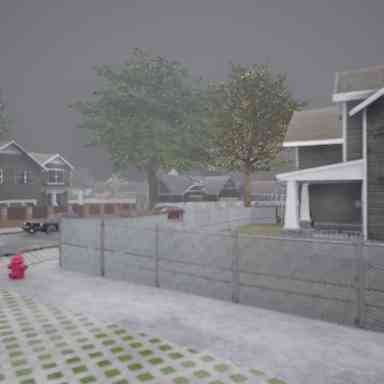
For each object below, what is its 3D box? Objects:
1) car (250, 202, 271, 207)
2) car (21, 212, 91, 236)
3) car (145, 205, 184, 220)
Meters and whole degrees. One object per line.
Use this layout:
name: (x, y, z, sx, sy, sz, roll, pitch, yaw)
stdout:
car: (10.429, 2.246, 50.816, 2.097, 1.767, 4.553, 0, -1, 43)
car: (-8.675, 2.043, 21.928, 1.895, 1.301, 4.718, 0, -1, 25)
car: (-2.702, 2.099, 33.296, 1.882, 1.535, 5.008, 0, -1, 31)
